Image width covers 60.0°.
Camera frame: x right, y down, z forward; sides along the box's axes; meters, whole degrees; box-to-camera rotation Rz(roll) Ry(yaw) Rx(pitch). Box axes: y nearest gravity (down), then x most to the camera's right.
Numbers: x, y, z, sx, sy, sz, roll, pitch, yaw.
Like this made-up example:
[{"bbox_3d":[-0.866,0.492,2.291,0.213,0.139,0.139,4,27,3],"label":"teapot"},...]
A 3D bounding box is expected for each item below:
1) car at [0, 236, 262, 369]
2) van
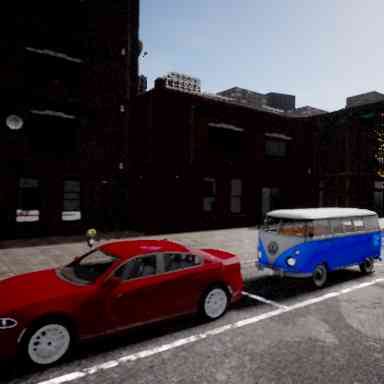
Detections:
[{"bbox_3d":[-1.108,1.549,5.754,4.507,1.381,1.887,0,1,-35],"label":"car"},{"bbox_3d":[3.524,1.355,9.055,3.998,1.788,1.690,0,1,-36],"label":"van"}]
